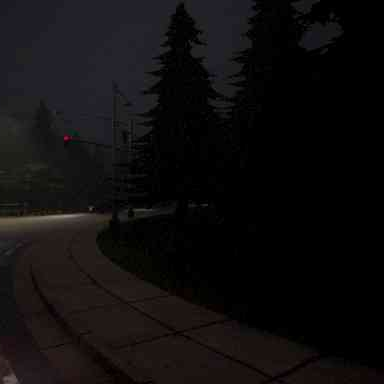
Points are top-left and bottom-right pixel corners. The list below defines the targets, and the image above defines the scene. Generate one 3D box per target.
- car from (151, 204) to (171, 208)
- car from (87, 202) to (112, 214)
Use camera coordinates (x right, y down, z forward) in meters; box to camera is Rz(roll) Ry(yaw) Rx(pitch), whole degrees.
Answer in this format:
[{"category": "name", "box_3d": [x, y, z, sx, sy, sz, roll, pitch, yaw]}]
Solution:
[{"category": "car", "box_3d": [-4.713, 1.352, 45.265, 2.097, 1.767, 4.553, 0, 0, 28]}, {"category": "car", "box_3d": [-9.297, 1.492, 36.270, 2.128, 1.511, 4.902, 0, 0, 26]}]
